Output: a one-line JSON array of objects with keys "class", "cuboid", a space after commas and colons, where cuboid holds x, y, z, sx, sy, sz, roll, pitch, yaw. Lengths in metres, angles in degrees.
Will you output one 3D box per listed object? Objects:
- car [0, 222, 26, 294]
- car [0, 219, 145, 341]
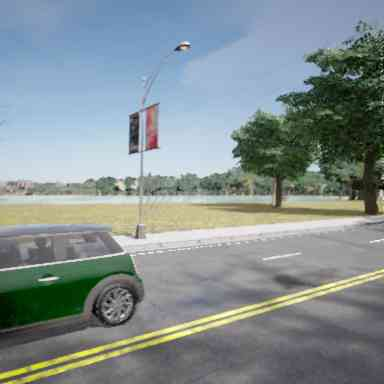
[{"class": "car", "cuboid": [-6.602, 1.540, 6.959, 5.357, 1.411, 2.033, 0, 0, -35]}, {"class": "car", "cuboid": [-3.142, 1.354, 5.434, 4.553, 1.767, 2.097, 0, 0, -35]}]
